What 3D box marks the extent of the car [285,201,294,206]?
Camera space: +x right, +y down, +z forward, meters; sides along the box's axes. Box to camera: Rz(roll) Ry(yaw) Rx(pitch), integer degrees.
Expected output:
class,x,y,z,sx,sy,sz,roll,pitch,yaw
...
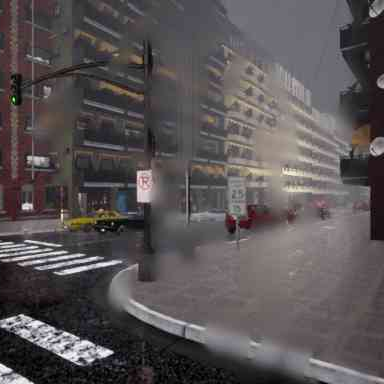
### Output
class,x,y,z,sx,sy,sz,roll,pitch,yaw
car,13.279,2.446,49.822,1.752,1.417,4.829,-1,-2,35

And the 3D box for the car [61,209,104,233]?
class,x,y,z,sx,sy,sz,roll,pitch,yaw
car,-6.209,1.834,21.984,1.752,1.417,4.829,-1,-2,35

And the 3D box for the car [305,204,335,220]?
class,x,y,z,sx,sy,sz,roll,pitch,yaw
car,13.755,2.284,35.944,1.802,1.307,4.206,-1,-2,35

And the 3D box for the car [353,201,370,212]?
class,x,y,z,sx,sy,sz,roll,pitch,yaw
car,29.992,2.522,59.148,2.192,1.841,5.009,-1,-2,35

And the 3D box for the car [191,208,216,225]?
class,x,y,z,sx,sy,sz,roll,pitch,yaw
car,1.915,2.093,29.048,1.895,1.301,4.718,0,-1,35

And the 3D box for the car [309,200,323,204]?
class,x,y,z,sx,sy,sz,roll,pitch,yaw
car,23.122,2.770,63.881,1.887,1.381,4.507,-1,-2,35

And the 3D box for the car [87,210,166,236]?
class,x,y,z,sx,sy,sz,roll,pitch,yaw
car,-3.830,1.911,20.841,1.895,1.301,4.718,0,-1,35

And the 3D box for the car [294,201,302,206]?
class,x,y,z,sx,sy,sz,roll,pitch,yaw
car,16.624,2.340,54.607,2.192,1.841,5.009,-1,-2,35

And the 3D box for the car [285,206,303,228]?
class,x,y,z,sx,sy,sz,roll,pitch,yaw
car,7.259,2.043,26.666,1.887,1.381,4.507,-1,-2,35

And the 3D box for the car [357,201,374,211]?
class,x,y,z,sx,sy,sz,roll,pitch,yaw
car,33.241,2.621,63.788,2.192,1.841,5.009,-1,-2,35

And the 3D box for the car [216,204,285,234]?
class,x,y,z,sx,sy,sz,roll,pitch,yaw
car,4.009,1.711,22.033,2.192,1.841,5.009,-1,-2,35

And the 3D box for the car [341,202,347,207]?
class,x,y,z,sx,sy,sz,roll,pitch,yaw
car,39.364,3.281,87.080,1.947,1.339,4.313,-1,-2,35

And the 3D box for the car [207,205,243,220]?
class,x,y,z,sx,sy,sz,roll,pitch,yaw
car,3.634,2.164,36.042,1.887,1.381,4.507,-1,-2,35

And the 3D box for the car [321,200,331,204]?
class,x,y,z,sx,sy,sz,roll,pitch,yaw
car,26.368,2.640,68.525,2.192,1.841,5.009,-1,-2,35

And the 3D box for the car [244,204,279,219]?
class,x,y,z,sx,sy,sz,roll,pitch,yaw
car,7.889,2.171,37.560,2.128,1.511,4.902,0,-1,35

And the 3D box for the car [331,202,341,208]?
class,x,y,z,sx,sy,sz,roll,pitch,yaw
car,32.866,3.066,77.800,1.887,1.381,4.507,-1,-2,35
